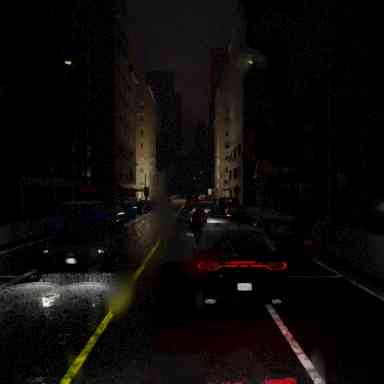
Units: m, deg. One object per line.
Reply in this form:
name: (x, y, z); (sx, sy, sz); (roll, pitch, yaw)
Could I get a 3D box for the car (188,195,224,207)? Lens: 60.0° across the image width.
car: (0.929, 1.351, 24.169); (2.097, 1.767, 4.553); (0, 0, 0)

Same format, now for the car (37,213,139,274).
car: (-3.088, 1.563, 10.461); (1.994, 1.385, 4.181); (0, 0, 0)

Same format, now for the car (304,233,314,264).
car: (2.869, 1.581, 11.521); (1.802, 1.307, 4.206); (0, 0, 0)

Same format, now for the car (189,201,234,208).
car: (0.921, 1.478, 18.199); (1.882, 1.535, 5.008); (0, 0, 0)

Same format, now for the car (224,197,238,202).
car: (2.889, 1.316, 28.025); (2.192, 1.841, 5.009); (0, 0, 0)

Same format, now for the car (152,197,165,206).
car: (-5.603, 1.592, 55.542); (1.802, 1.307, 4.206); (0, 0, 0)

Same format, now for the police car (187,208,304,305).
police car: (0.909, 1.425, 8.309); (1.930, 1.638, 5.238); (0, 0, 0)

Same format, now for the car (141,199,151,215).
car: (-5.629, 1.568, 33.537); (1.947, 1.339, 4.313); (0, 0, 0)

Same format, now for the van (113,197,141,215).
van: (-5.636, 1.342, 28.035); (1.690, 1.788, 3.998); (0, 0, 0)

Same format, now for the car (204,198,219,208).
car: (2.916, 1.558, 50.030); (2.008, 1.369, 4.403); (0, 0, 0)

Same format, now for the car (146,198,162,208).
car: (-5.609, 1.573, 50.041); (1.947, 1.339, 4.313); (0, 0, 0)

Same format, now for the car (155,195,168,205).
car: (-5.596, 1.453, 61.044); (1.967, 1.590, 4.097); (0, 0, 0)

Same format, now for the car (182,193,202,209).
car: (0.081, 1.358, 46.286); (2.097, 1.767, 4.553); (0, 0, 1)

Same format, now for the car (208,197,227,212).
car: (2.903, 1.443, 39.028); (1.967, 1.590, 4.097); (0, 0, 0)

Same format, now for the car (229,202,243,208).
car: (2.883, 1.582, 22.523); (1.802, 1.307, 4.206); (0, 0, 0)

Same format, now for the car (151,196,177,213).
car: (-2.957, 1.507, 36.314); (1.837, 1.490, 4.892); (0, 0, 0)

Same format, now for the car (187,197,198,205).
car: (0.072, 1.576, 59.069); (1.994, 1.385, 4.181); (0, 0, 0)

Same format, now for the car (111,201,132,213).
car: (-5.643, 1.551, 22.534); (2.008, 1.369, 4.403); (0, 0, 0)

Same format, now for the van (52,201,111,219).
van: (-5.650, 1.341, 17.034); (1.690, 1.788, 3.998); (0, 0, 0)

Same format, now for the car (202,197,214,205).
car: (2.930, 1.578, 61.033); (1.947, 1.339, 4.313); (0, 0, 0)
